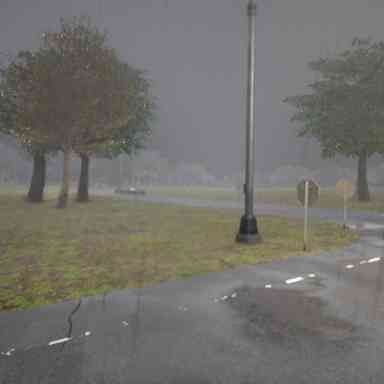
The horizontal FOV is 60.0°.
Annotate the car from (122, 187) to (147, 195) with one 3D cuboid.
[{"bbox_3d":[-9.811,-0.145,58.281,2.033,1.411,5.357,0,2,-34],"label":"car"}]

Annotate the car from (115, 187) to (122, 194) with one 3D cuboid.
[{"bbox_3d":[-13.237,-0.329,63.432,1.994,1.385,4.181,1,2,-33],"label":"car"}]
